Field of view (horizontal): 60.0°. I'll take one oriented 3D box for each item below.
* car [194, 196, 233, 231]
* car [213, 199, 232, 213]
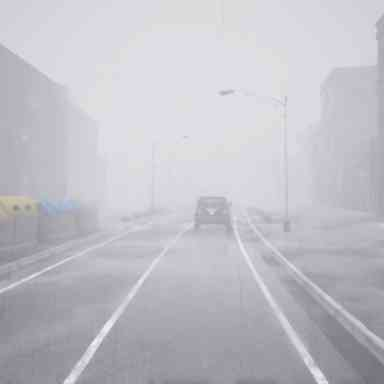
[{"bbox_3d":[1.388,1.242,21.165,2.150,2.045,5.566,0,0,6],"label":"car"},{"bbox_3d":[3.667,1.642,39.402,2.128,1.511,4.902,0,-1,7],"label":"car"}]
